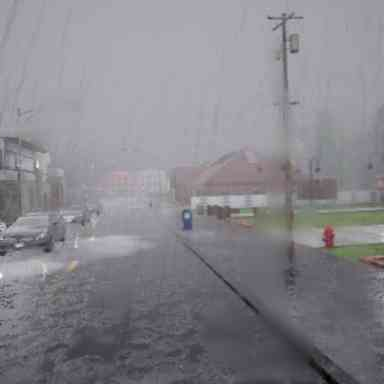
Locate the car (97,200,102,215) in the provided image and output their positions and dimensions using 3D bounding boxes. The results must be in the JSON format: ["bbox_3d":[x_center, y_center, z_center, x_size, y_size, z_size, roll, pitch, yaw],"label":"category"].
[{"bbox_3d":[-10.252,1.546,33.864,2.128,1.511,4.902,-2,0,-10],"label":"car"}]

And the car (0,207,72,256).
[{"bbox_3d":[-6.560,1.618,14.034,1.812,1.442,4.674,-2,0,-11],"label":"car"}]

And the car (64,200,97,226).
[{"bbox_3d":[-8.413,1.566,23.892,2.128,1.511,4.902,-2,0,-11],"label":"car"}]
